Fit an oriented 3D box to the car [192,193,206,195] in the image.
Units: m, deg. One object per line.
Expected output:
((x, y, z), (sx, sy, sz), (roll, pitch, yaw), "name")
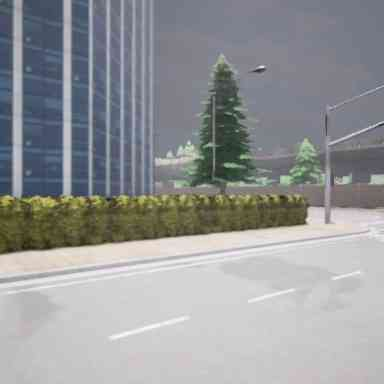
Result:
((0.688, 1.217, 60.709), (2.150, 2.045, 5.566), (0, 0, -35), "car")

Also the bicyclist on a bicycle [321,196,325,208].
((17.461, 1.299, 43.711), (1.656, 1.620, 0.582), (0, 0, -35), "bicyclist on a bicycle")
